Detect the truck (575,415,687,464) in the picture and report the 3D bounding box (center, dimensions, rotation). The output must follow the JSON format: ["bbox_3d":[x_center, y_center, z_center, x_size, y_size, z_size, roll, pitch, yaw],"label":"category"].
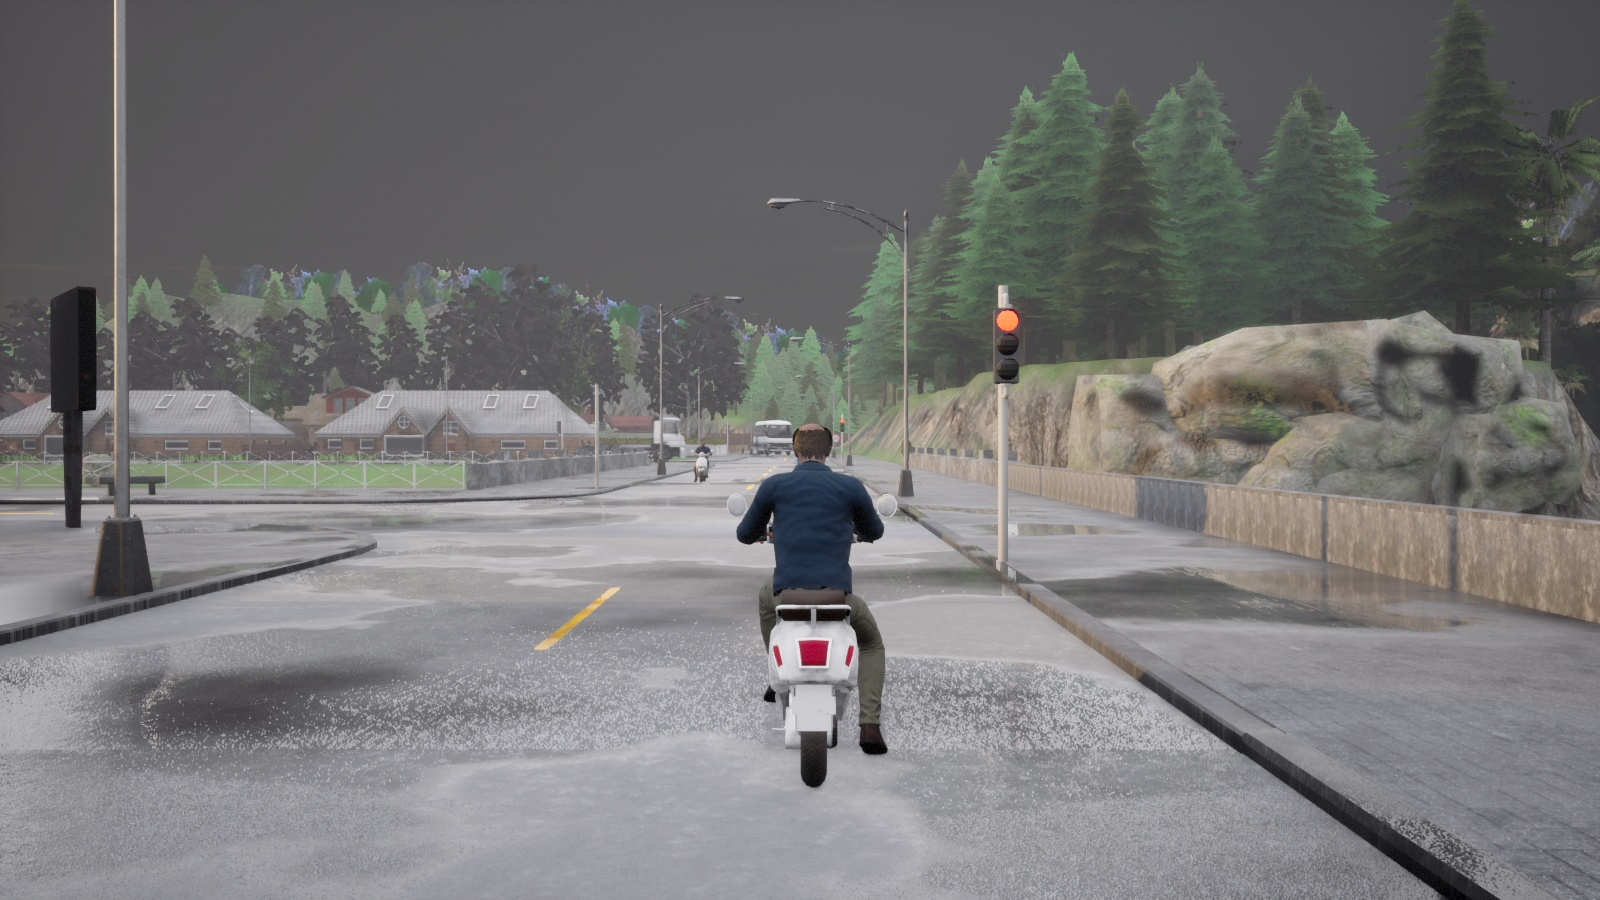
[{"bbox_3d":[-12.330,-0.760,91.170,7.936,3.462,2.891,0,0,-10],"label":"truck"}]

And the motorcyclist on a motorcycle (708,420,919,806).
[{"bbox_3d":[0.059,0.666,6.070,0.866,1.590,1.817,0,0,0],"label":"motorcyclist on a motorcycle"}]

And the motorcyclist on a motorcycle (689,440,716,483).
[{"bbox_3d":[-3.717,0.426,48.000,0.866,1.590,1.817,0,0,0],"label":"motorcyclist on a motorcycle"}]
